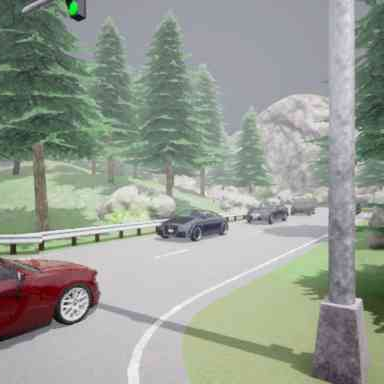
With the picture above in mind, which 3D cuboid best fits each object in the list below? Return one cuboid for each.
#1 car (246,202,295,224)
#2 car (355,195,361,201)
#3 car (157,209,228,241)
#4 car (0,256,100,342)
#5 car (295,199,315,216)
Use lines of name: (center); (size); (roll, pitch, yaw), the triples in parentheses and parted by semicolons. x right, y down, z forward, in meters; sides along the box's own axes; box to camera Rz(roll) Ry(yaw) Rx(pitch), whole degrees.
car: (5.742, 1.510, 25.020); (2.128, 1.511, 4.902); (0, 0, 34)
car: (16.701, 1.366, 35.517); (2.150, 2.045, 5.566); (0, 0, 25)
car: (0.143, 1.582, 16.800); (1.994, 1.385, 4.181); (0, 0, 34)
car: (-3.648, 1.532, 4.836); (1.882, 1.535, 5.008); (0, -1, 34)
car: (11.276, 1.524, 33.609); (1.837, 1.490, 4.892); (0, 0, 27)
